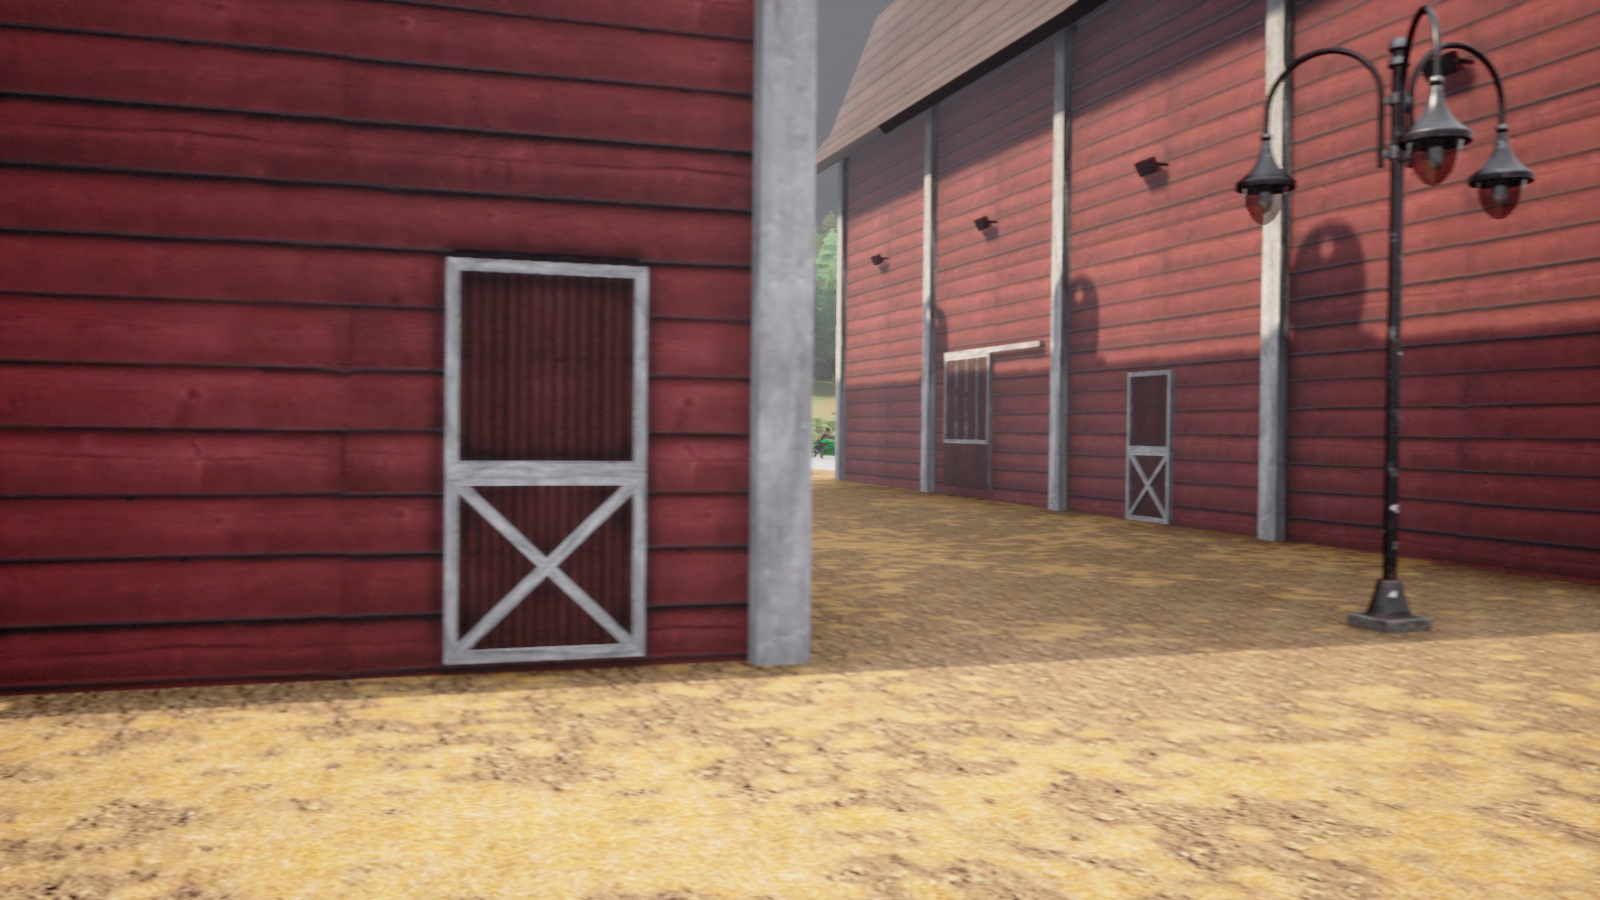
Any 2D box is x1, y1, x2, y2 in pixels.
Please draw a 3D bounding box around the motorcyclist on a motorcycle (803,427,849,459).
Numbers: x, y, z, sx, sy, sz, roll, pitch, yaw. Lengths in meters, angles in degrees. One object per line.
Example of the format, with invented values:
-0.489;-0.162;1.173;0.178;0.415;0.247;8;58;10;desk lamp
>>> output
1.233;-0.354;60.299;2.044;1.523;0.797;-1;1;-17;motorcyclist on a motorcycle
